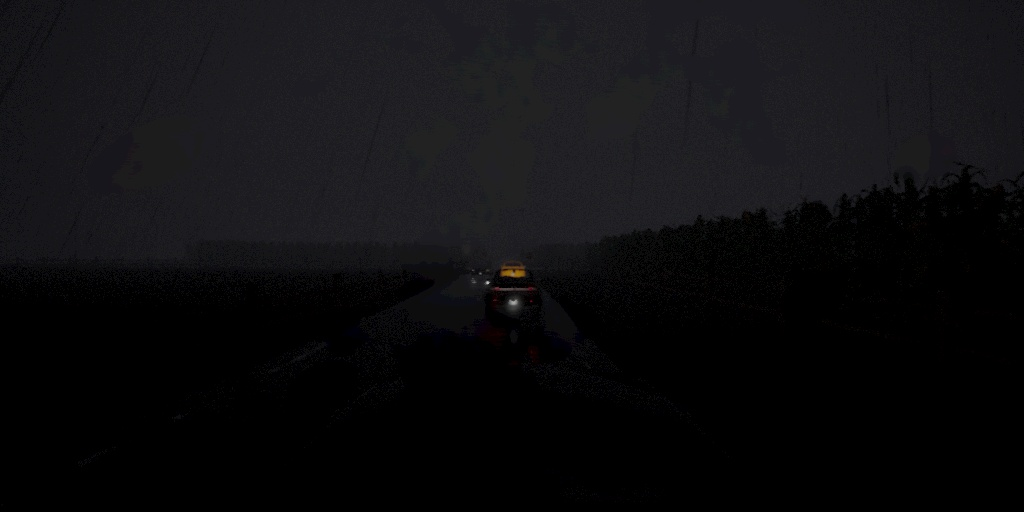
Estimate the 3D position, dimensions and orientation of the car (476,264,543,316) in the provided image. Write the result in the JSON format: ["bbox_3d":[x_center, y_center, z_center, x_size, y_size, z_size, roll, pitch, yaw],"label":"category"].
[{"bbox_3d":[0.080,1.203,13.104,2.128,1.511,4.902,0,0,0],"label":"car"}]

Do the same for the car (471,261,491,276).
[{"bbox_3d":[-2.821,1.180,34.876,2.033,1.411,5.357,0,0,0],"label":"car"}]

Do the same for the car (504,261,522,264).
[{"bbox_3d":[0.076,1.135,28.225,1.882,1.535,5.008,0,0,0],"label":"car"}]
